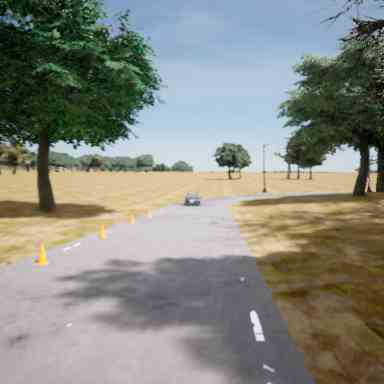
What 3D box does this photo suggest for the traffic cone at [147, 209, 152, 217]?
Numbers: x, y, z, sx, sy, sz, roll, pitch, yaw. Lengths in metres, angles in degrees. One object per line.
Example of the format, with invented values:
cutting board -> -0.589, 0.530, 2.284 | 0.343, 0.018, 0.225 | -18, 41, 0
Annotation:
traffic cone -> -3.146, 1.544, 24.560 | 0.340, 0.580, 0.340 | 1, 1, 4

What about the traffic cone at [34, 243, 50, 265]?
traffic cone -> -4.325, 1.771, 9.607 | 0.340, 0.580, 0.340 | 1, 1, 4

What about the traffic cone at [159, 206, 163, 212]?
traffic cone -> -2.752, 1.466, 29.543 | 0.340, 0.580, 0.340 | 1, 1, 4

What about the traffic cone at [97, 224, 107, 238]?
traffic cone -> -3.932, 1.696, 14.591 | 0.340, 0.580, 0.340 | 1, 1, 4

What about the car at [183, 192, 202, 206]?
car -> 0.086, 0.813, 39.174 | 2.128, 1.511, 4.902 | 1, 2, 2

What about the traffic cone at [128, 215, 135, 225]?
traffic cone -> -3.539, 1.620, 19.576 | 0.340, 0.580, 0.340 | 1, 1, 4
